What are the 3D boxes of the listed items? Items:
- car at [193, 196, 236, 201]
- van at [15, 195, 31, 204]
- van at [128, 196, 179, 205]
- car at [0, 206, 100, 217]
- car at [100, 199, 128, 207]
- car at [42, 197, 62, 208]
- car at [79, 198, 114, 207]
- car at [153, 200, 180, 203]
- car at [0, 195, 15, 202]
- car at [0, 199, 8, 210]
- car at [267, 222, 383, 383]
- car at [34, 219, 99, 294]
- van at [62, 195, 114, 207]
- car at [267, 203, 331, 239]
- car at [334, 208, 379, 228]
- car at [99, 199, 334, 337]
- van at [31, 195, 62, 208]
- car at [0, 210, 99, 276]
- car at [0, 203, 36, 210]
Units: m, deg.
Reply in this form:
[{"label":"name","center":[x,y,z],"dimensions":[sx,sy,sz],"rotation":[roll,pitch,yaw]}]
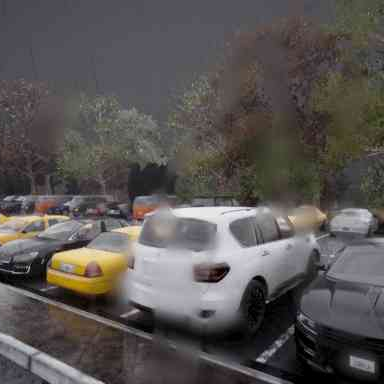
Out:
[{"label":"car","center":[2.020,1.285,22.711],"dimensions":[2.435,2.045,5.566],"rotation":[0,0,36]},{"label":"van","center":[-16.005,1.344,35.592],"dimensions":[1.878,1.987,4.442],"rotation":[0,0,36]},{"label":"van","center":[-2.515,1.294,26.105],"dimensions":[1.878,1.987,4.442],"rotation":[0,0,36]},{"label":"car","center":[-5.807,1.540,11.965],"dimensions":[1.946,1.575,5.366],"rotation":[0,0,36]},{"label":"car","center":[-4.811,1.546,27.660],"dimensions":[2.163,1.488,4.792],"rotation":[0,0,36]},{"label":"car","center":[-11.446,1.539,32.439],"dimensions":[2.097,1.535,5.008],"rotation":[0,0,36]},{"label":"car","center":[-6.948,1.548,29.209],"dimensions":[2.163,1.488,4.792],"rotation":[0,0,36]},{"label":"car","center":[-0.257,1.556,24.290],"dimensions":[2.163,1.488,4.792],"rotation":[0,0,36]},{"label":"car","center":[-18.196,1.333,37.288],"dimensions":[2.435,2.045,5.566],"rotation":[0,0,36]},{"label":"car","center":[-27.251,1.684,43.888],"dimensions":[2.002,1.452,4.674],"rotation":[0,0,36]},{"label":"car","center":[3.297,1.580,5.604],"dimensions":[2.097,1.535,5.008],"rotation":[0,0,36]},{"label":"car","center":[-1.093,1.559,9.007],"dimensions":[1.946,1.575,5.366],"rotation":[0,0,36]},{"label":"van","center":[-9.258,1.302,30.713],"dimensions":[1.878,1.987,4.442],"rotation":[0,0,36]},{"label":"car","center":[6.379,1.552,19.288],"dimensions":[1.946,1.575,5.366],"rotation":[0,0,36]},{"label":"car","center":[8.729,1.604,17.810],"dimensions":[2.002,1.452,4.674],"rotation":[0,0,36]},{"label":"car","center":[1.064,1.320,7.251],"dimensions":[2.435,2.045,5.566],"rotation":[0,0,36]},{"label":"van","center":[-13.625,1.329,34.155],"dimensions":[1.878,1.987,4.442],"rotation":[0,0,36]},{"label":"car","center":[-3.446,1.554,10.491],"dimensions":[2.231,1.521,4.892],"rotation":[0,0,36]},{"label":"car","center":[-10.400,1.524,15.294],"dimensions":[1.946,1.575,5.366],"rotation":[0,0,36]}]
